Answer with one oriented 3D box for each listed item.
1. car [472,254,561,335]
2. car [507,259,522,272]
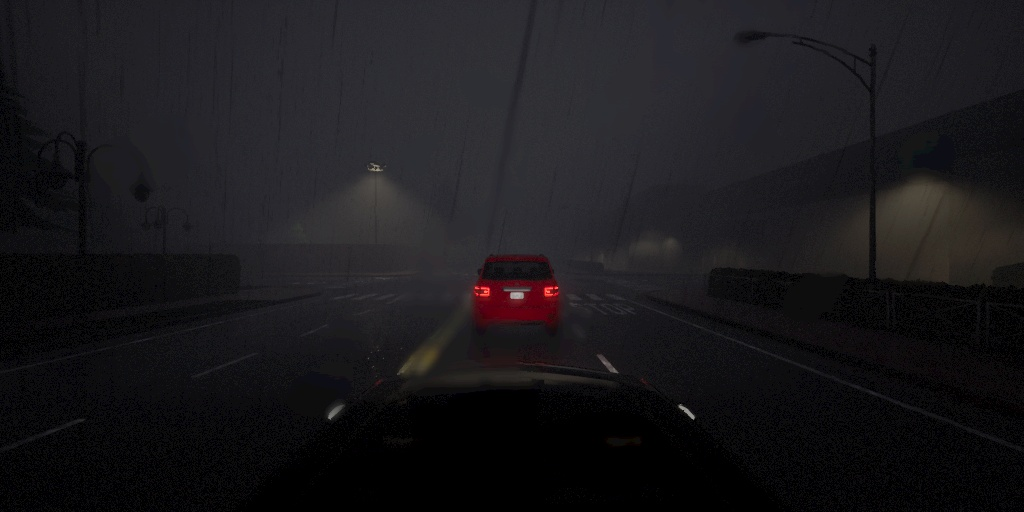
[{"bbox_3d":[0.118,0.971,10.640,2.150,2.045,5.566,0,0,0],"label":"car"},{"bbox_3d":[0.344,1.228,45.992,1.882,1.535,5.008,0,0,1],"label":"car"}]
